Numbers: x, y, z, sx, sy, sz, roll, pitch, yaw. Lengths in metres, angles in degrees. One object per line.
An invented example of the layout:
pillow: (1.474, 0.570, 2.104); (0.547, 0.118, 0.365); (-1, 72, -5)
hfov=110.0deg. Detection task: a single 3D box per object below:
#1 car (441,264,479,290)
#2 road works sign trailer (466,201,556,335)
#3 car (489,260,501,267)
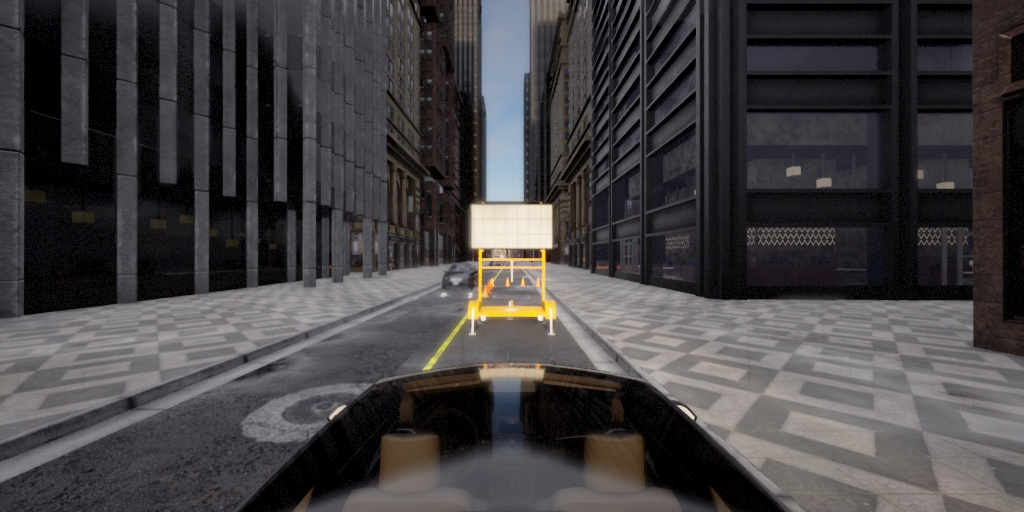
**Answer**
car: (-3.109, 1.245, 22.299); (2.128, 1.511, 4.902); (0, 0, 0)
road works sign trailer: (-0.001, 0.215, 10.480); (2.380, 3.560, 2.880); (0, 0, 0)
car: (-3.090, 1.269, 64.532); (2.128, 1.511, 4.902); (0, 0, 0)
